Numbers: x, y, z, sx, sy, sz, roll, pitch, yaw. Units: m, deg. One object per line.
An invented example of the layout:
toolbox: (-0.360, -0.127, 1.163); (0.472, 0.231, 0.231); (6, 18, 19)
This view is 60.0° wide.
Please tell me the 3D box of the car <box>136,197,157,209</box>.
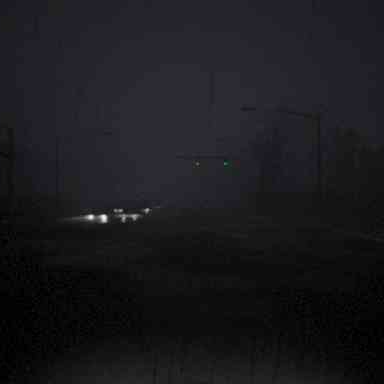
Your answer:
car: (-7.130, 1.848, 51.051); (2.033, 1.411, 5.357); (0, 0, 1)

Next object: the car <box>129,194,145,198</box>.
car: (-10.582, 1.466, 60.827); (2.150, 2.045, 5.566); (0, 1, 0)

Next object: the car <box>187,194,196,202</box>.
car: (-0.076, 1.406, 82.247); (2.097, 1.767, 4.553); (0, 1, 0)

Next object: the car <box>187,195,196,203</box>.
car: (-0.065, 1.691, 71.749); (2.033, 1.411, 5.357); (0, 1, 0)

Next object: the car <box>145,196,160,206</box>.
car: (-7.071, 1.713, 62.226); (1.882, 1.535, 5.008); (0, 0, 0)

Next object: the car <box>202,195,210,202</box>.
car: (3.424, 1.574, 82.282); (1.812, 1.442, 4.674); (0, 1, 0)

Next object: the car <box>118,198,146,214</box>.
car: (-7.168, 1.858, 40.400); (2.033, 1.411, 5.357); (0, 0, -2)

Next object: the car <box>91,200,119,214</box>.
car: (-10.638, 1.915, 40.206); (1.895, 1.301, 4.718); (0, 0, 0)

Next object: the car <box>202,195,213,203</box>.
car: (3.434, 1.742, 72.149); (1.895, 1.301, 4.718); (0, 1, 0)

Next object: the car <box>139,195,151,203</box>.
car: (-10.569, 1.580, 74.998); (1.882, 1.535, 5.008); (0, 1, 0)
